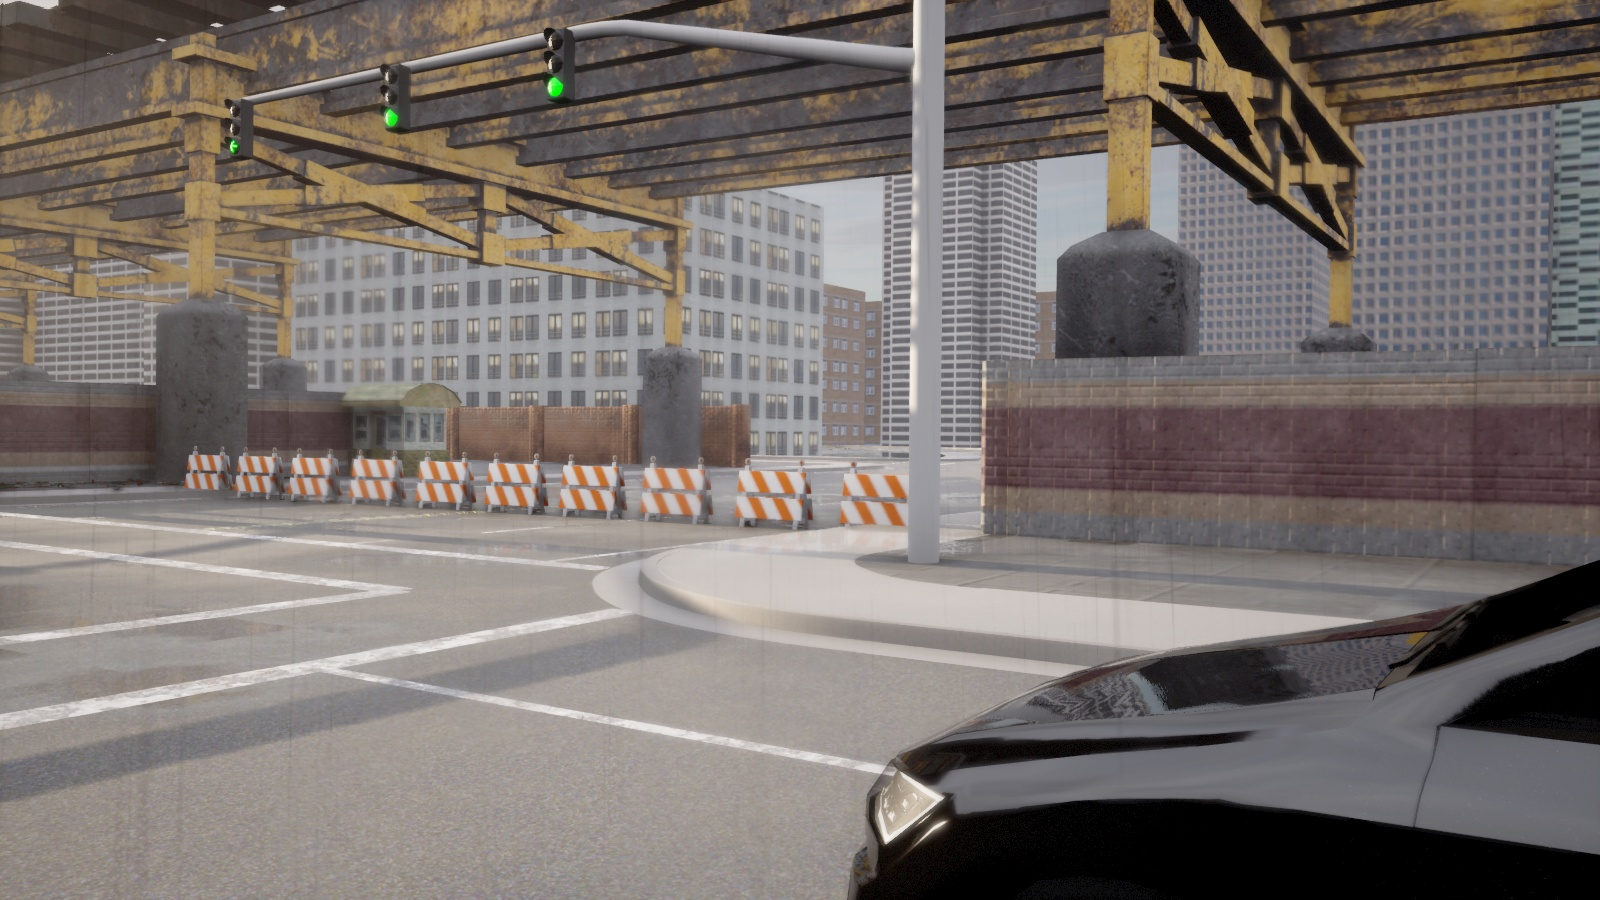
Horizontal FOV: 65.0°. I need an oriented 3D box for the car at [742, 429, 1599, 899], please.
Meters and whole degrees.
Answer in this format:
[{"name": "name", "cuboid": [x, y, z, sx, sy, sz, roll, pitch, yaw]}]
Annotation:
[{"name": "car", "cuboid": [2.136, 0.696, 2.204, 4.193, 1.474, 1.816, 0, 1, 34]}]
